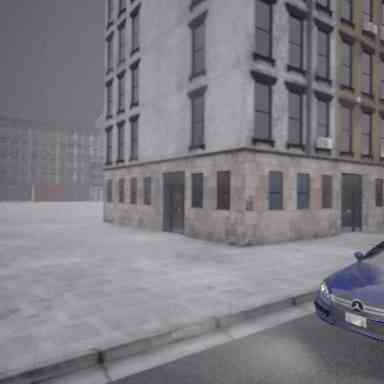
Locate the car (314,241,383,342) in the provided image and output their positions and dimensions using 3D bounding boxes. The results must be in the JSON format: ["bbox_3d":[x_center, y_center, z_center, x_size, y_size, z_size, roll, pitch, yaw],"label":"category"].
[{"bbox_3d":[4.205,1.561,6.055,4.674,1.442,1.812,1,0,-36],"label":"car"}]
